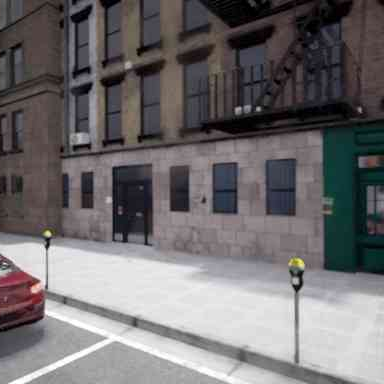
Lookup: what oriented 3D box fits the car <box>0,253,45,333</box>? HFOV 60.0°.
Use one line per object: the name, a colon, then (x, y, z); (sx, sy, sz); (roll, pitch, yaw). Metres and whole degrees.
car: (-4.242, 1.625, 5.857); (4.206, 1.307, 1.802); (0, 0, 36)
